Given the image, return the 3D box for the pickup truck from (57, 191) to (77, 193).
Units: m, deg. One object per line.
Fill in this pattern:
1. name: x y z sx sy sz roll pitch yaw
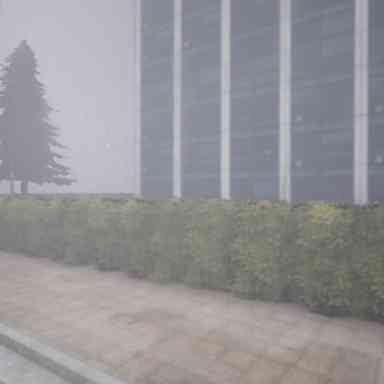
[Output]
1. pickup truck: -23.451 0.849 63.142 6.274 2.098 2.390 0 0 -24
